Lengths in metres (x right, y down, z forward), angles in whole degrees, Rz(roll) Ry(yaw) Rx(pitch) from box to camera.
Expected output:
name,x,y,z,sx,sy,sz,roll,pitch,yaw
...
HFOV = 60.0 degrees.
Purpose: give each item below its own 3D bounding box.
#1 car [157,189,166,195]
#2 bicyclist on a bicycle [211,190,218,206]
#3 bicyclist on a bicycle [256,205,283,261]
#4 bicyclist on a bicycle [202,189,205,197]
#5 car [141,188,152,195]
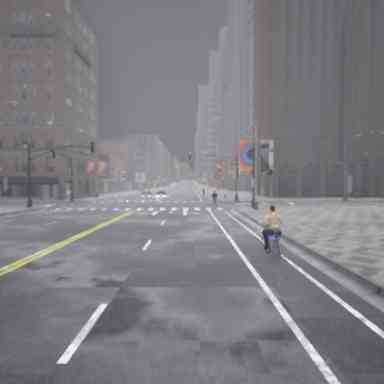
name,x,y,z,sx,sy,sz,roll,pitch,yaw
car,-6.777,0.022,74.165,1.895,1.301,4.718,0,1,0
bicyclist on a bicycle,2.160,0.674,32.052,0.659,1.776,1.843,0,1,0
bicyclist on a bicycle,2.443,1.207,10.222,0.866,1.612,1.509,0,1,-3
bicyclist on a bicycle,2.057,0.222,57.745,0.582,1.620,1.656,0,1,0
car,-10.027,-0.048,74.181,1.812,1.442,4.674,0,1,0
